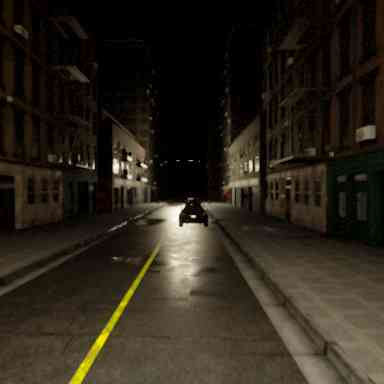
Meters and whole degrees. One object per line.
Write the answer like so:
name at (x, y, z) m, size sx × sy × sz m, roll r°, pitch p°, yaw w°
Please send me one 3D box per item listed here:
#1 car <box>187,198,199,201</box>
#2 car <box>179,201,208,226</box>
car at (0.102, 1.510, 40.854) m, size 2.128 × 1.511 × 4.902 m, roll 0°, pitch 0°, yaw 0°
car at (0.101, 1.570, 23.559) m, size 1.994 × 1.385 × 4.181 m, roll 0°, pitch 0°, yaw 0°
